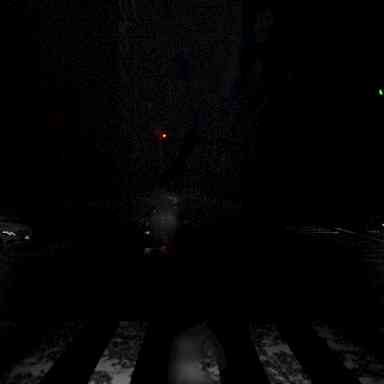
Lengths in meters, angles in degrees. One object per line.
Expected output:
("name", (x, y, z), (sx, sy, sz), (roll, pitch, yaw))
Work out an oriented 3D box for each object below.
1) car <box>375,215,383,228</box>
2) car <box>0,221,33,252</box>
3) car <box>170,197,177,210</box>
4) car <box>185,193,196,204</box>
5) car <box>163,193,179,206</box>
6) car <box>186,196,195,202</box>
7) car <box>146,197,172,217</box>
("car", (13.487, 1.651, 19.613), (4.718, 1.301, 1.895), (0, 1, 0))
("car", (-8.682, 1.480, 12.833), (4.674, 1.442, 1.812), (0, 1, 0))
("car", (-3.263, 1.589, 41.567), (1.895, 1.301, 4.718), (0, 0, 0))
("car", (-0.123, 1.476, 62.586), (2.128, 1.511, 4.902), (0, 0, 0))
("car", (-3.287, 1.207, 52.158), (2.150, 2.045, 5.566), (0, 0, 0))
("car", (-0.244, 1.579, 73.033), (1.895, 1.301, 4.718), (0, 0, 0))
("car", (-3.222, 1.516, 31.607), (1.812, 1.442, 4.674), (0, 0, -1))
